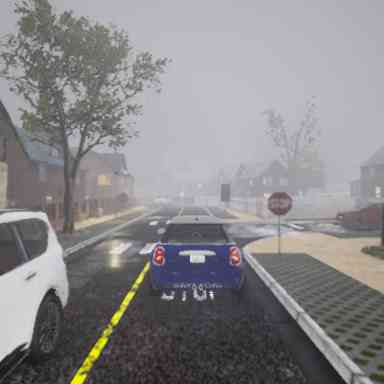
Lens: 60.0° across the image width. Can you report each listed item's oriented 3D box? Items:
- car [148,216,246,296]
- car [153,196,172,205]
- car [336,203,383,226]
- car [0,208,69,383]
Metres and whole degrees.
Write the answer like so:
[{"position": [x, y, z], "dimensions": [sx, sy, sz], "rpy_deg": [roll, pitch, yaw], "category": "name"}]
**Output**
[{"position": [0.109, 1.405, 8.938], "dimensions": [2.097, 1.767, 4.553], "rpy_deg": [0, 0, 0], "category": "car"}, {"position": [-6.542, 1.792, 72.443], "dimensions": [2.150, 2.045, 5.566], "rpy_deg": [0, -1, -34], "category": "car"}, {"position": [11.451, 1.381, 21.220], "dimensions": [4.181, 1.385, 1.994], "rpy_deg": [-1, 0, -1], "category": "car"}, {"position": [-2.933, 1.240, 2.950], "dimensions": [2.150, 2.045, 5.566], "rpy_deg": [0, 0, -1], "category": "car"}]
